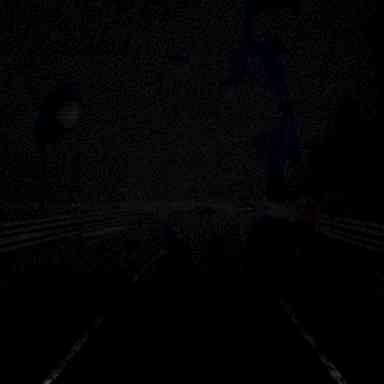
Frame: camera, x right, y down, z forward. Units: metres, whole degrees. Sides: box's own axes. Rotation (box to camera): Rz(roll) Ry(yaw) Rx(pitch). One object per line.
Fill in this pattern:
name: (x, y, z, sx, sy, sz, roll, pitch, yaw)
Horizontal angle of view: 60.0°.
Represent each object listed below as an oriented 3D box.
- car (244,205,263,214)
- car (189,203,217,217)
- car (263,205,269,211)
car: (10.838, 3.168, 60.477, 2.033, 1.411, 5.357, 0, -2, 23)
car: (1.550, 2.532, 43.740, 2.128, 1.511, 4.902, -1, -2, 34)
car: (17.923, 3.941, 82.029, 1.895, 1.301, 4.718, 0, -2, 10)
